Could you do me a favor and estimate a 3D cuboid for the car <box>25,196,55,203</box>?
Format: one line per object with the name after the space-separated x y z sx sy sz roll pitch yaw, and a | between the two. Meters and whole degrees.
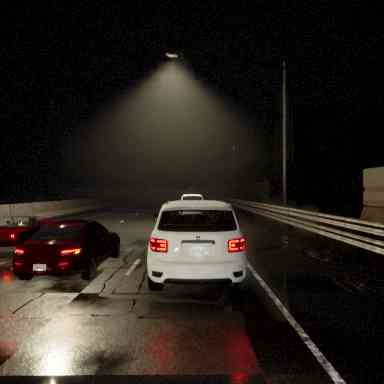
-21.306 1.418 47.368 1.882 1.535 5.008 0 0 0 | car

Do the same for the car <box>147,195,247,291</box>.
0.093 1.222 9.146 2.150 2.045 5.566 0 0 0 | car

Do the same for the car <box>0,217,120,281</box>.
-3.415 1.527 9.770 1.812 1.442 4.674 0 0 0 | car

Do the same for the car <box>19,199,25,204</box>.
-24.815 1.432 51.620 1.837 1.490 4.892 0 0 0 | car

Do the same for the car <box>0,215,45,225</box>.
-6.924 1.602 13.974 1.895 1.301 4.718 0 0 0 | car

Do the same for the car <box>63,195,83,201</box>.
-17.813 1.283 49.904 2.097 1.767 4.553 0 0 0 | car
